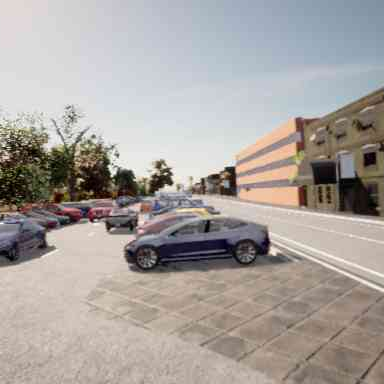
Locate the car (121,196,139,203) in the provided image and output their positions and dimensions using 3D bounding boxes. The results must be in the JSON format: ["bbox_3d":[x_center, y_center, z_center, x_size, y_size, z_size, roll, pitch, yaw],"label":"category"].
[{"bbox_3d":[-17.191,2.151,92.015,4.553,1.767,2.185,-2,0,-3],"label":"car"}]

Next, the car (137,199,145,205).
[{"bbox_3d":[-6.432,1.951,49.071,2.097,1.767,4.553,-2,0,-3],"label":"car"}]

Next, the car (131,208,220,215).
[{"bbox_3d":[0.023,1.615,13.850,4.674,1.452,2.002,-2,-1,-3],"label":"car"}]

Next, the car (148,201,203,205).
[{"bbox_3d":[-0.652,1.741,25.131,5.008,1.535,2.097,-2,-1,-3],"label":"car"}]

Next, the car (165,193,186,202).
[{"bbox_3d":[-4.526,1.515,90.027,5.566,2.045,2.435,-2,0,-3],"label":"car"}]

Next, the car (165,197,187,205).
[{"bbox_3d":[-3.494,1.855,73.104,4.792,1.488,2.163,-2,0,-3],"label":"car"}]

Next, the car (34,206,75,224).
[{"bbox_3d":[-13.484,2.382,29.851,4.792,1.488,2.163,-2,-1,-3],"label":"car"}]

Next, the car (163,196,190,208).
[{"bbox_3d":[-2.712,1.744,58.997,4.553,1.767,2.185,-2,0,-3],"label":"car"}]

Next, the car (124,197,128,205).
[{"bbox_3d":[-15.533,2.383,63.694,5.008,1.535,2.097,-2,0,-3],"label":"car"}]

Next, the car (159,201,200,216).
[{"bbox_3d":[-1.488,1.961,39.247,4.674,1.452,2.002,-2,0,-3],"label":"car"}]

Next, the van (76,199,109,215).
[{"bbox_3d":[-14.826,2.204,49.716,4.442,1.987,1.878,-2,0,-3],"label":"van"}]

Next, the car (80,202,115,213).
[{"bbox_3d":[-14.874,2.417,52.544,4.892,1.521,2.231,-2,0,-3],"label":"car"}]

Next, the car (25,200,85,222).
[{"bbox_3d":[-13.664,2.143,32.673,5.566,2.045,2.435,-2,-1,-3],"label":"car"}]

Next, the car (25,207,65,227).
[{"bbox_3d":[-13.317,2.340,27.032,4.792,1.488,2.163,-2,-1,-3],"label":"car"}]

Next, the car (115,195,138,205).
[{"bbox_3d":[-16.883,2.059,86.242,5.566,2.045,2.435,-2,0,-3],"label":"car"}]

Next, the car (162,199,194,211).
[{"bbox_3d":[-2.167,1.933,50.538,4.674,1.452,2.002,-2,0,-3],"label":"car"}]

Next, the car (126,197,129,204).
[{"bbox_3d":[-15.712,2.375,66.511,5.008,1.535,2.097,-2,0,-3],"label":"car"}]

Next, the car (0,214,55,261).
[{"bbox_3d":[-7.775,1.963,14.294,1.812,1.442,4.674,-2,-1,-3],"label":"car"}]

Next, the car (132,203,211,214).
[{"bbox_3d":[-0.496,1.663,19.480,5.366,1.575,1.946,-2,-1,-3],"label":"car"}]

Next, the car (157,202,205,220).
[{"bbox_3d":[-1.151,1.906,33.592,4.674,1.452,2.002,-2,-1,-3],"label":"car"}]

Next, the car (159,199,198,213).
[{"bbox_3d":[-1.822,1.909,44.897,5.008,1.535,2.097,-2,0,-3],"label":"car"}]

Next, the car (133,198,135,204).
[{"bbox_3d":[-16.219,2.349,75.092,5.008,1.535,2.097,-2,0,-3],"label":"car"}]

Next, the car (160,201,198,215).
[{"bbox_3d":[-1.653,1.957,42.077,4.674,1.452,2.002,-2,0,-3],"label":"car"}]

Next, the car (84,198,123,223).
[{"bbox_3d":[-8.957,1.951,34.152,2.150,2.045,5.566,-2,-1,-3],"label":"car"}]

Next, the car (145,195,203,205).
[{"bbox_3d":[-0.797,1.530,27.957,5.566,2.045,2.435,-2,-1,-3],"label":"car"}]

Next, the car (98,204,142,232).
[{"bbox_3d":[-4.900,1.919,23.770,2.128,1.511,4.902,-2,-1,-3],"label":"car"}]

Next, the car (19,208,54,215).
[{"bbox_3d":[-13.195,2.274,24.337,4.892,1.521,2.231,-2,-1,-3],"label":"car"}]

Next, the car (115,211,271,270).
[{"bbox_3d":[0.164,1.564,11.026,4.792,1.488,2.163,-2,-1,-3],"label":"car"}]

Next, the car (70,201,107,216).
[{"bbox_3d":[-14.497,2.306,46.784,4.553,1.767,2.185,-2,0,-3],"label":"car"}]

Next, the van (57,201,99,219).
[{"bbox_3d":[-14.084,2.218,41.274,4.442,1.987,1.878,-2,0,-3],"label":"van"}]

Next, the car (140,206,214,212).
[{"bbox_3d":[-0.145,1.657,16.670,4.674,1.452,2.002,-2,-1,-3],"label":"car"}]

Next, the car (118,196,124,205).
[{"bbox_3d":[-15.404,2.267,60.873,4.553,1.767,2.185,-2,0,-3],"label":"car"}]

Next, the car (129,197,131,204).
[{"bbox_3d":[-15.913,2.397,69.453,4.792,1.488,2.163,-2,0,-3],"label":"car"}]

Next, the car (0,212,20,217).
[{"bbox_3d":[-12.842,2.187,18.576,5.008,1.535,2.097,-2,-1,-3],"label":"car"}]

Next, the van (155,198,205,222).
[{"bbox_3d":[-1.108,1.603,30.768,4.442,1.987,1.878,-2,-1,-3],"label":"van"}]

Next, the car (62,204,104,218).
[{"bbox_3d":[-14.392,2.471,44.088,4.792,1.488,2.163,-3,0,-3],"label":"car"}]

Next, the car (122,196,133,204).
[{"bbox_3d":[-16.050,2.358,72.274,5.008,1.535,2.097,-2,0,-3],"label":"car"}]

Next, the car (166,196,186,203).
[{"bbox_3d":[-3.860,1.850,78.744,4.674,1.452,2.002,-2,0,-3],"label":"car"}]

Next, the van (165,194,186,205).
[{"bbox_3d":[-3.481,1.614,70.274,4.442,1.987,1.878,-2,0,-3],"label":"van"}]

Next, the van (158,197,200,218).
[{"bbox_3d":[-1.436,1.681,36.289,4.442,1.987,1.878,-2,0,-3],"label":"van"}]
